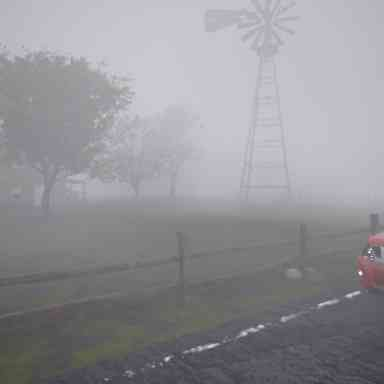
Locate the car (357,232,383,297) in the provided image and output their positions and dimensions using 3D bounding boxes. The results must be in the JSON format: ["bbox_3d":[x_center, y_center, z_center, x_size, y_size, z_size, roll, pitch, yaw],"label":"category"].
[{"bbox_3d":[5.937,1.151,7.325,5.566,2.045,2.150,-1,0,-36],"label":"car"}]
